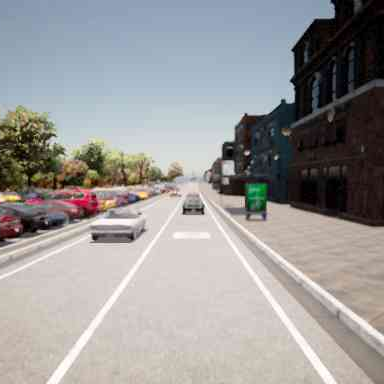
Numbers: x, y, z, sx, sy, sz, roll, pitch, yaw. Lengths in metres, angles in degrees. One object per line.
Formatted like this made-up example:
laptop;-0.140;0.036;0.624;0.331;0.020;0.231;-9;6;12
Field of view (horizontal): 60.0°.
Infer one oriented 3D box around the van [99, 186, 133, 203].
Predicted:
van;-9.600;0.618;38.812;4.442;1.987;1.878;0;1;1

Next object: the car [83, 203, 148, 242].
car;-3.341;1.446;15.815;1.895;1.301;4.718;0;1;0

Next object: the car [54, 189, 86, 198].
car;-22.368;0.270;61.172;5.008;1.535;2.097;0;2;1

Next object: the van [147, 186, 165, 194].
van;-8.969;-0.543;83.202;4.442;1.987;1.878;0;2;1

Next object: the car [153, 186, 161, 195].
car;-9.203;0.004;66.636;4.553;1.767;2.185;0;2;1

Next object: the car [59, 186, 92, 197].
car;-22.310;-0.054;63.951;5.566;2.045;2.435;0;2;0

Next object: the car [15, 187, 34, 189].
car;-22.460;0.379;47.248;5.566;2.045;2.435;0;1;1

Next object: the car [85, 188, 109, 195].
car;-22.219;-0.175;77.878;5.008;1.535;2.097;0;2;1

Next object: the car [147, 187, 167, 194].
car;-9.053;-0.395;86.115;4.892;1.521;2.231;0;2;1

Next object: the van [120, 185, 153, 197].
van;-9.217;0.197;55.441;4.442;1.987;1.878;0;1;0

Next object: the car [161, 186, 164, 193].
car;-9.369;-0.023;72.206;5.366;1.575;1.946;0;2;1

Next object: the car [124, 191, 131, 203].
car;-9.514;0.914;36.034;4.892;1.521;2.231;0;1;1

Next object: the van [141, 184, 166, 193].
van;-9.018;-0.395;77.762;4.442;1.987;1.878;0;2;1

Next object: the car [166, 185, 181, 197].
car;-3.133;0.074;62.438;2.097;1.767;4.553;0;2;1

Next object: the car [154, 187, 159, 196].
car;-9.261;0.242;63.859;4.674;1.452;2.002;0;2;1

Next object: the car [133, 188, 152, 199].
car;-9.198;0.560;49.944;5.366;1.575;1.946;0;1;1

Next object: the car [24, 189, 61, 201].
car;-22.432;0.433;50.034;4.553;1.767;2.185;0;1;1

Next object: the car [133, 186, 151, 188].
car;-9.327;0.366;52.725;4.553;1.767;2.185;0;1;1

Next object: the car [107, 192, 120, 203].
car;-9.743;1.047;30.471;5.366;1.575;1.946;0;1;1

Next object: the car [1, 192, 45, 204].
car;-22.541;0.729;44.469;4.792;1.488;2.163;0;1;1

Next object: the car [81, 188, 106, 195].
car;-22.209;-0.070;75.093;4.792;1.488;2.163;0;2;1

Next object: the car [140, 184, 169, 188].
car;-9.081;-0.496;80.544;5.566;2.045;2.435;0;2;1

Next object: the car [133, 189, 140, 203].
car;-9.463;0.774;41.599;5.008;1.535;2.097;0;1;1

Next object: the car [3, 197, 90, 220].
car;-9.630;1.296;22.123;4.674;1.452;2.002;0;1;1

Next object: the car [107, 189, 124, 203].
car;-9.503;0.859;33.123;4.553;1.767;2.185;0;1;1

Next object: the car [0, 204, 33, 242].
car;-9.701;1.423;13.762;5.008;1.535;2.097;0;1;0

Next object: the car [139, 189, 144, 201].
car;-9.428;0.704;44.381;5.008;1.535;2.097;0;1;1

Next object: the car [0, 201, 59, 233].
car;-9.677;1.375;16.551;5.008;1.535;2.097;0;1;1

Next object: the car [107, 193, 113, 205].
car;-9.577;1.118;27.687;5.008;1.535;2.097;0;1;1

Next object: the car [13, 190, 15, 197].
car;-22.568;0.839;38.902;5.008;1.535;2.097;0;1;1

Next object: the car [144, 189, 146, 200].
car;-9.411;0.675;47.165;4.674;1.452;2.002;0;1;1

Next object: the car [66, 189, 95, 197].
car;-22.320;0.126;66.741;4.892;1.521;2.231;0;2;1

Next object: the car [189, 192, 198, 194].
car;0.172;0.718;45.721;1.994;1.385;4.181;0;2;0

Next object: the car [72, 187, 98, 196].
car;-22.320;-0.076;69.523;4.553;1.767;2.185;0;2;1

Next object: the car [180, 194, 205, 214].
car;0.124;1.154;29.495;1.895;1.301;4.718;0;1;0

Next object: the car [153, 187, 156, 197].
car;-9.279;0.378;58.294;4.792;1.488;2.163;0;2;1

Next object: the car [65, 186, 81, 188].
car;-22.356;0.218;58.385;4.553;1.767;2.185;0;2;1

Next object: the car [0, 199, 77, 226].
car;-9.628;1.349;19.338;4.792;1.488;2.163;0;1;1

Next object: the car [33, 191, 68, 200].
car;-22.441;0.527;52.823;4.674;1.452;2.002;0;1;1

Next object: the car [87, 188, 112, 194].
car;-22.375;-0.250;80.538;5.366;1.575;1.946;0;2;1

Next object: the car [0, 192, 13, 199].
car;-22.590;0.949;36.118;4.674;1.452;2.002;0;1;1

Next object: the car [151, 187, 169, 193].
car;-9.014;-0.593;94.463;4.792;1.488;2.163;0;2;1

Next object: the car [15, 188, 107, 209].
car;-9.636;0.936;24.899;5.566;2.045;2.435;0;1;1

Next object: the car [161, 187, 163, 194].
car;-9.215;0.056;69.423;4.892;1.521;2.231;0;2;1
